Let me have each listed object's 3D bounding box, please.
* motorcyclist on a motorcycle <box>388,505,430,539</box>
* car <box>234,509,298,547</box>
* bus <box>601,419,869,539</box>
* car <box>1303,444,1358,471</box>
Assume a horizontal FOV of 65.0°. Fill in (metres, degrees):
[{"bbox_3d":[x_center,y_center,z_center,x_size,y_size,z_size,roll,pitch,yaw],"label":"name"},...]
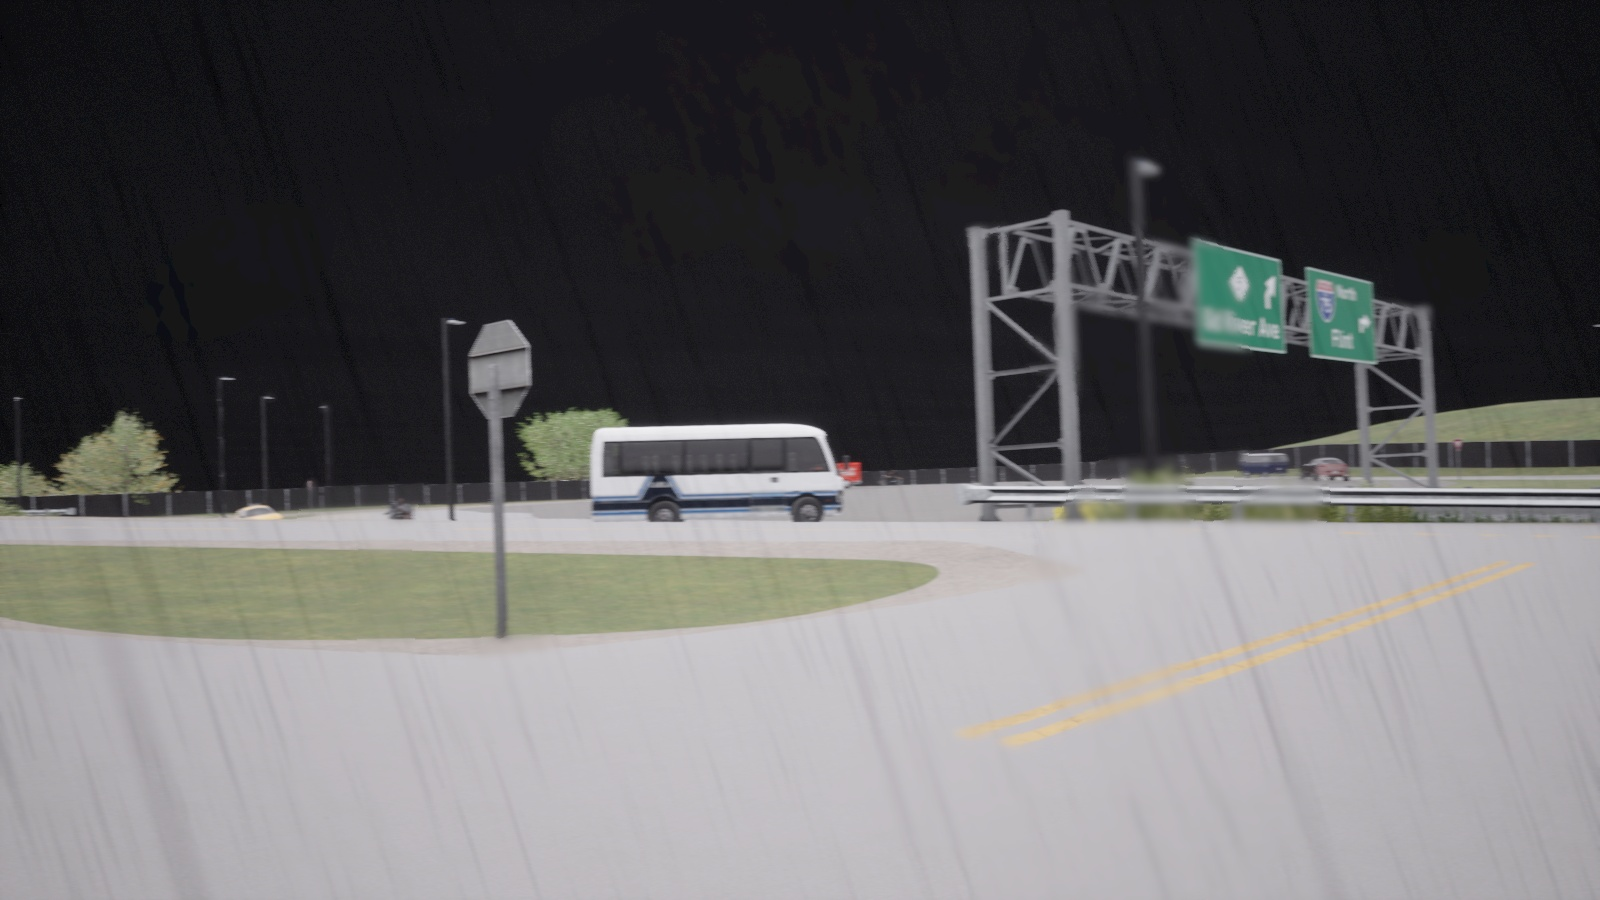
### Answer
[{"bbox_3d":[-18.850,3.474,60.475,2.191,1.530,0.866,-4,-2,41],"label":"motorcyclist on a motorcycle"},{"bbox_3d":[-27.619,4.009,64.850,1.801,1.575,5.366,-10,3,-34],"label":"car"},{"bbox_3d":[-2.563,1.161,50.945,10.273,4.253,3.944,-2,-1,-1],"label":"bus"},{"bbox_3d":[35.787,0.534,84.852,2.152,1.651,5.027,-3,-1,8],"label":"car"}]
